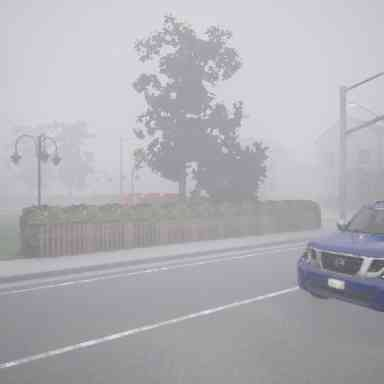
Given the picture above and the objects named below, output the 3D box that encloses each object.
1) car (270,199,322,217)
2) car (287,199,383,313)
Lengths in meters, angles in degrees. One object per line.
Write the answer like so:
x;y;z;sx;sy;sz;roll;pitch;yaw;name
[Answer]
10.229;1.505;33.089;1.837;1.490;4.892;0;0;-35;car
4.756;1.221;7.271;5.566;2.045;2.150;0;0;-34;car
